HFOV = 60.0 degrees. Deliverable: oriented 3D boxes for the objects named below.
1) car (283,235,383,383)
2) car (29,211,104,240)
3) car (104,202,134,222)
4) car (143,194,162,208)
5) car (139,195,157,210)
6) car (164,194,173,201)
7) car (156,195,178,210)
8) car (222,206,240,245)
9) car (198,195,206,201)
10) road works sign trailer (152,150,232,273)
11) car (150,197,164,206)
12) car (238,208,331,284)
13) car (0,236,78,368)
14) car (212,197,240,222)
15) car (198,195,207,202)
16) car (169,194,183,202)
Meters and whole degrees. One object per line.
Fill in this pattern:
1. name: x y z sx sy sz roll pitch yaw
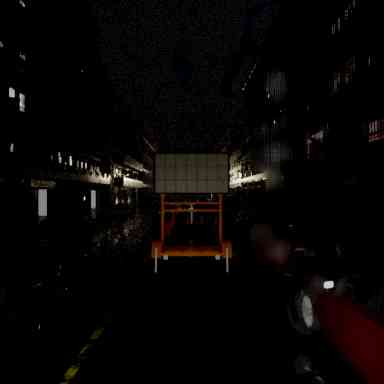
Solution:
1. car: 2.689 1.545 3.903 1.887 1.381 4.507 0 0 0
2. car: -5.705 1.565 15.169 1.947 1.339 4.313 0 0 0
3. car: -5.718 1.523 26.272 1.752 1.417 4.829 0 0 0
4. car: -5.743 1.305 48.989 2.192 1.841 5.009 0 0 0
5. car: -5.737 1.432 43.353 1.967 1.590 4.097 0 0 0
6. car: -5.782 1.415 82.806 1.967 1.590 4.097 0 0 0
7. car: -3.147 1.470 42.478 1.882 1.535 5.008 0 0 0
8. car: 2.676 1.550 15.176 2.008 1.369 4.403 0 0 0
9. car: 2.592 1.516 88.449 1.887 1.381 4.507 0 0 0
10. road works sign trailer: -0.011 0.464 10.669 2.380 3.560 2.880 0 0 0
11. car: -5.751 1.570 54.626 1.802 1.307 4.206 0 0 0
12. car: 2.682 1.440 9.540 1.967 1.590 4.097 0 0 0
13. car: -3.102 1.547 3.284 2.033 1.411 5.357 0 0 0
14. car: 2.664 1.312 26.449 2.192 1.841 5.009 0 0 0
15. car: 2.604 1.503 77.346 1.752 1.417 4.829 0 0 0
16. car: -3.080 1.202 70.754 2.150 2.045 5.566 0 0 0
